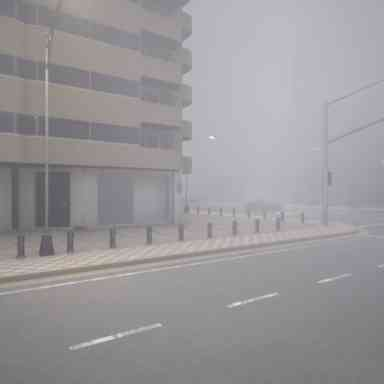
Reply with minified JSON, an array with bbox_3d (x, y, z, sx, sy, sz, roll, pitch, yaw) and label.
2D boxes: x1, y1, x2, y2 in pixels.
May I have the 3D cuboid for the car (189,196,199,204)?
[{"bbox_3d":[-0.697,1.434,60.622,1.837,1.490,4.892,0,0,-34],"label":"car"}]

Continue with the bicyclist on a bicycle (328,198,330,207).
[{"bbox_3d":[17.404,1.228,43.090,1.656,1.620,0.582,0,0,-35],"label":"bicyclist on a bicycle"}]

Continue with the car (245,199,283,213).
[{"bbox_3d":[7.743,1.496,36.035,1.994,1.385,4.181,0,0,-35],"label":"car"}]

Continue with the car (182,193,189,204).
[{"bbox_3d":[-3.434,1.153,58.421,2.150,2.045,5.566,0,0,-34],"label":"car"}]
